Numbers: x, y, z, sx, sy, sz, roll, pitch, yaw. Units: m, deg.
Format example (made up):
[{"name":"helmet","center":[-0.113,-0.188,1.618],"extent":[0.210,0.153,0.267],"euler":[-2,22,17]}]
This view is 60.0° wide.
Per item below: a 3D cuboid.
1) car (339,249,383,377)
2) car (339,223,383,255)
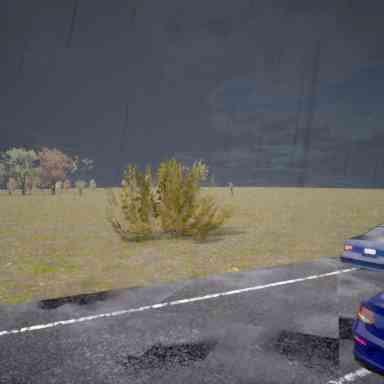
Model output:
[{"name":"car","center":[4.081,1.526,4.292],"extent":[4.674,1.442,1.812],"euler":[0,0,-28]},{"name":"car","center":[6.603,1.549,9.805],"extent":[5.357,1.411,2.033],"euler":[0,0,-33]}]
